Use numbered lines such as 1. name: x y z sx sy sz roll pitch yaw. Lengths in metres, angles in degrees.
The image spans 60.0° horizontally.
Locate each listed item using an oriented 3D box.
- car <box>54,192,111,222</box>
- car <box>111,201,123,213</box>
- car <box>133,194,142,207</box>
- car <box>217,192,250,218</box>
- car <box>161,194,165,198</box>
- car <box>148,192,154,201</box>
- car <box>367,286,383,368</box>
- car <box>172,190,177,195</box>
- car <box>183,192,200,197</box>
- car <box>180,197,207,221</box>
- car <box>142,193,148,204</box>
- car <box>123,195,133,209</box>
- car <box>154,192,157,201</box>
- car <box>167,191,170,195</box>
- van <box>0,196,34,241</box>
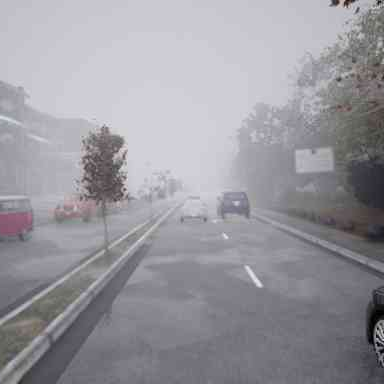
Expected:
1. car: -8.015 1.013 24.295 2.435 2.045 5.566 0 1 0
2. car: -7.981 1.236 29.842 2.163 1.488 4.792 0 1 0
3. car: -7.913 1.111 40.936 2.163 1.488 4.792 0 1 0
4. car: 3.263 0.976 26.946 2.150 2.045 5.566 0 1 0
5. car: -7.531 0.695 72.649 2.163 1.488 4.792 0 1 3
6. car: -7.846 0.946 52.063 2.231 1.521 4.892 0 1 0
7. car: 3.251 1.470 2.522 2.128 1.511 4.902 0 0 0
8. car: -6.151 0.395 90.651 1.946 1.575 5.366 0 1 7
9. car: 0.211 1.083 42.275 2.128 1.511 4.902 0 1 1
10. car: 0.110 1.306 24.450 1.812 1.442 4.674 0 0 0
11. car: -7.880 1.055 46.513 2.002 1.452 4.674 0 1 0
12. car: -7.948 1.185 35.421 2.002 1.452 4.674 0 1 0
13. car: -7.779 0.801 63.054 2.097 1.535 5.008 0 1 1
14. car: -7.119 0.559 79.677 1.946 1.575 5.366 0 1 5
15. van: -8.082 1.147 13.115 1.878 1.987 4.442 0 1 0
